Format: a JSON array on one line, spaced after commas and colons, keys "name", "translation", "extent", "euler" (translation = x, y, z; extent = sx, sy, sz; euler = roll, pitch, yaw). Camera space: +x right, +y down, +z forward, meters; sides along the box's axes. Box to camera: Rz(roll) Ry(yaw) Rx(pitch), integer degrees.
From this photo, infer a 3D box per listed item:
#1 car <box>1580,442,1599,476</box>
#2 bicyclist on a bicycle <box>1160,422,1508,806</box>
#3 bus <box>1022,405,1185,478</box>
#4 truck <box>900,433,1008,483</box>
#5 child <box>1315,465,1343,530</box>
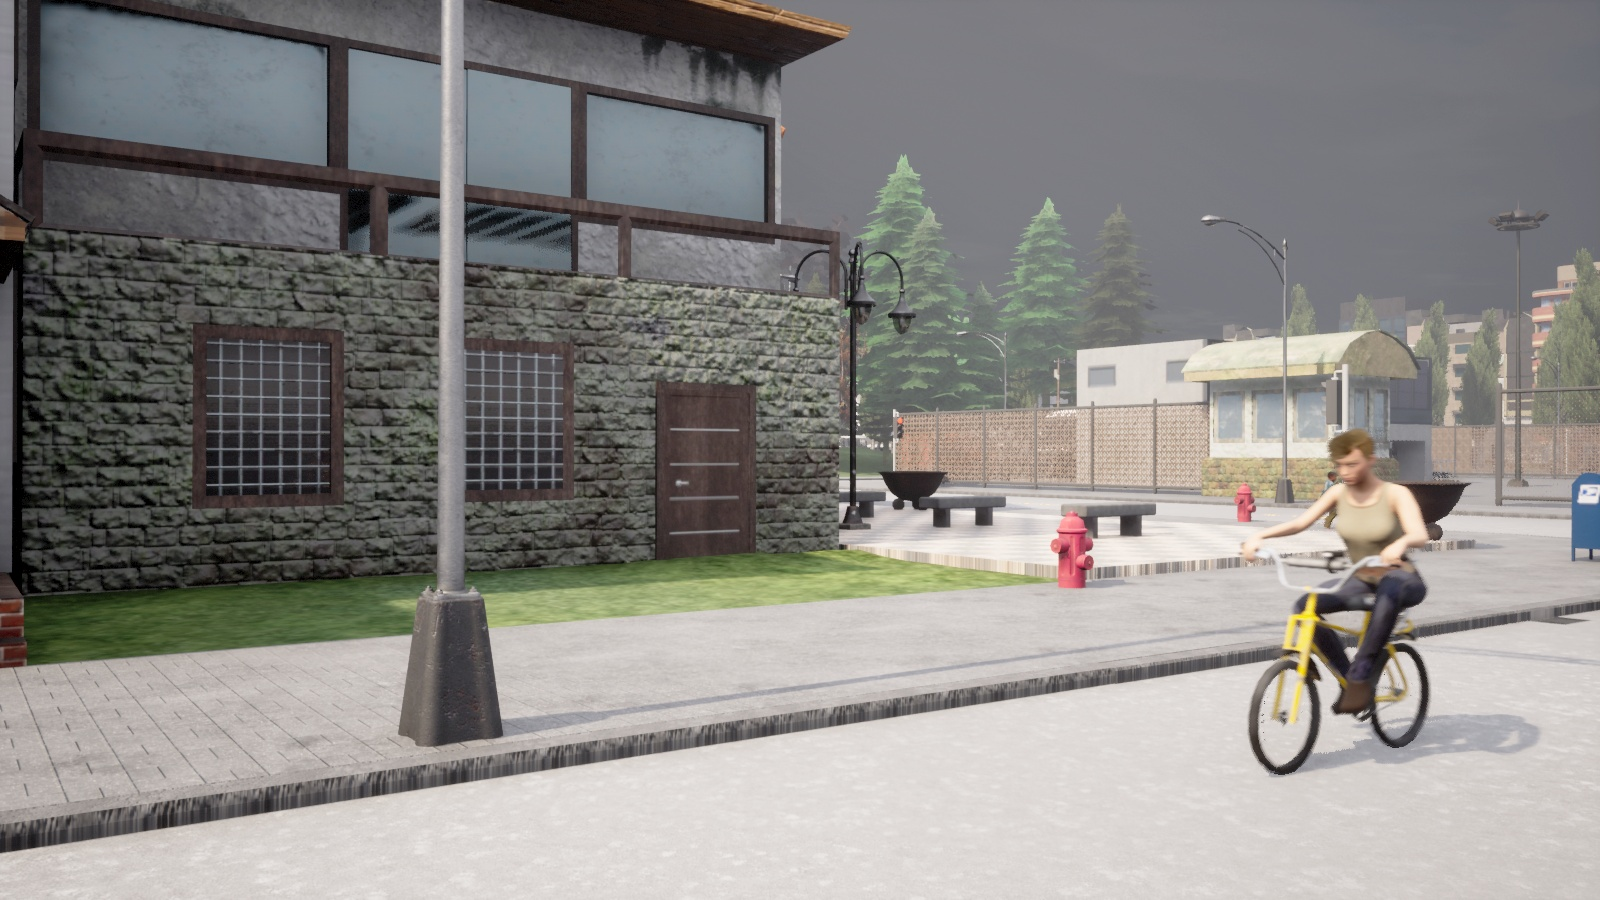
[{"name": "car", "translation": [49.202, 0.539, 73.557], "extent": [2.150, 2.045, 5.566], "euler": [0, 0, -34]}, {"name": "bicyclist on a bicycle", "translation": [2.589, 0.691, 6.064], "extent": [1.509, 1.612, 0.866], "euler": [0, 0, -35]}, {"name": "bus", "translation": [18.819, -0.482, 77.448], "extent": [10.273, 4.253, 3.944], "euler": [0, 0, -35]}, {"name": "truck", "translation": [8.001, 0.400, 65.002], "extent": [5.204, 2.467, 2.627], "euler": [0, 0, -37]}, {"name": "child", "translation": [9.791, 0.869, 23.232], "extent": [0.448, 1.192, 0.343], "euler": [0, 0, 28]}]
